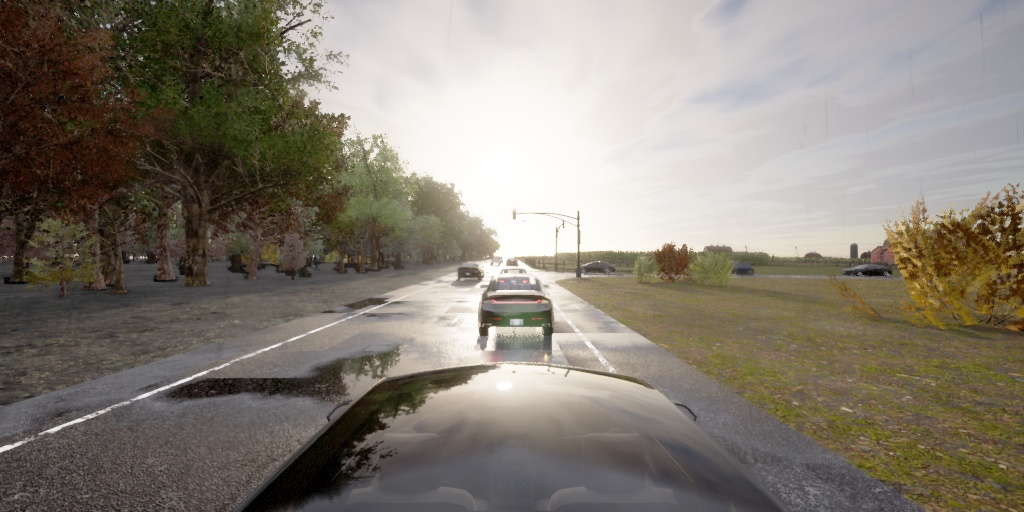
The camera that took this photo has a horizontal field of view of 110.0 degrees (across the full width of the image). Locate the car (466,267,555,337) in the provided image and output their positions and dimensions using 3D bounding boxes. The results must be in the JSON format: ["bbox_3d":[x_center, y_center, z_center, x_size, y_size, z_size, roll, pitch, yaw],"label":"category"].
[{"bbox_3d":[0.090,1.244,10.319,2.128,1.511,4.902,0,0,0],"label":"car"}]

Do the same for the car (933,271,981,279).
[{"bbox_3d":[48.857,1.882,39.292,4.718,1.301,1.895,1,-1,1],"label":"car"}]

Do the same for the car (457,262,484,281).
[{"bbox_3d":[-3.436,1.233,30.510,1.882,1.535,5.008,0,0,0],"label":"car"}]

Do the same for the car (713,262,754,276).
[{"bbox_3d":[26.260,1.446,42.987,4.553,1.767,2.097,1,-1,0],"label":"car"}]

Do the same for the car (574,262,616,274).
[{"bbox_3d":[10.079,1.433,43.662,4.892,1.490,1.837,1,0,9],"label":"car"}]

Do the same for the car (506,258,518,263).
[{"bbox_3d":[0.029,1.106,64.918,2.097,1.767,4.553,0,0,0],"label":"car"}]

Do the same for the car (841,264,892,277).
[{"bbox_3d":[42.358,1.748,42.916,5.008,1.535,1.882,0,-1,1],"label":"car"}]

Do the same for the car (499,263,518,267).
[{"bbox_3d":[0.076,1.302,20.060,2.033,1.411,5.357,0,0,0],"label":"car"}]
